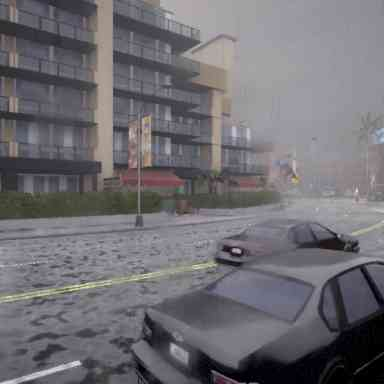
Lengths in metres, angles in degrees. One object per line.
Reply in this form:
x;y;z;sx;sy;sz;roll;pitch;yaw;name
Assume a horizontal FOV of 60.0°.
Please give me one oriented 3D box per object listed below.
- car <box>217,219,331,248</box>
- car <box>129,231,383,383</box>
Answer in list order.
3.050;1.543;10.056;5.357;1.411;2.033;0;0;-40;car
1.852;1.546;4.641;5.357;1.411;2.033;0;0;-38;car
